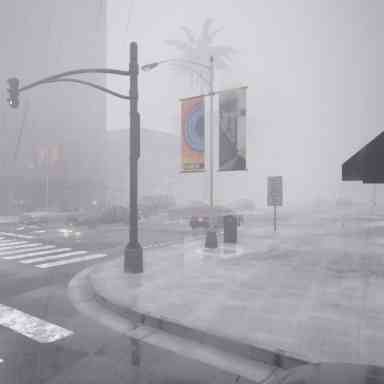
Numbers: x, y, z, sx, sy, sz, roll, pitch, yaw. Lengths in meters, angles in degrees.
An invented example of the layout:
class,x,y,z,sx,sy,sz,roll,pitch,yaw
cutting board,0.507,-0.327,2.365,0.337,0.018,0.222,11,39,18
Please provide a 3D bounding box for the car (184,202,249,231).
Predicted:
class,x,y,z,sx,sy,sz,roll,pitch,yaw
car,1.665,1.599,21.264,1.994,1.385,4.181,0,0,35

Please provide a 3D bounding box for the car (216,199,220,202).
class,x,y,z,sx,sy,sz,roll,pitch,yaw
car,2.247,1.528,39.311,1.882,1.535,5.008,0,0,35

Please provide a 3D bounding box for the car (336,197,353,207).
class,x,y,z,sx,sy,sz,roll,pitch,yaw
car,24.807,1.619,54.013,2.128,1.511,4.902,0,0,35

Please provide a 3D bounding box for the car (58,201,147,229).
class,x,y,z,sx,sy,sz,roll,pitch,yaw
car,-5.798,1.568,22.310,2.033,1.411,5.357,0,0,35

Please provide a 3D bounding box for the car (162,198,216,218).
class,x,y,z,sx,sy,sz,roll,pitch,yaw
car,-0.129,1.515,30.333,1.882,1.535,5.008,0,0,35

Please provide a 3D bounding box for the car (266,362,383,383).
class,x,y,z,sx,sy,sz,roll,pitch,yaw
car,2.202,1.551,1.275,4.403,1.369,2.008,0,0,36

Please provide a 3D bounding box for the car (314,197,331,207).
class,x,y,z,sx,sy,sz,roll,pitch,yaw
car,21.692,1.599,55.242,1.882,1.535,5.008,0,0,35

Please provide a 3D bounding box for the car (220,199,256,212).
class,x,y,z,sx,sy,sz,roll,pitch,yaw
car,5.710,1.549,38.583,2.128,1.511,4.902,0,0,35

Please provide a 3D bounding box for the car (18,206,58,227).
class,x,y,z,sx,sy,sz,roll,pitch,yaw
car,-9.318,1.615,22.973,1.895,1.301,4.718,0,0,35

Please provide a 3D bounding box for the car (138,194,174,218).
class,x,y,z,sx,sy,sz,roll,pitch,yaw
car,-3.679,1.252,30.944,2.150,2.045,5.566,0,0,35
